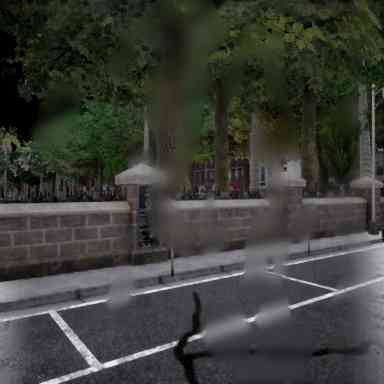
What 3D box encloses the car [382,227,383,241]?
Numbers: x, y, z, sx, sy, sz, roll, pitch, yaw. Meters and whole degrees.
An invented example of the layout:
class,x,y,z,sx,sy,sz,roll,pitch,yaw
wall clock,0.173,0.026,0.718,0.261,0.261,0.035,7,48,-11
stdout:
class,x,y,z,sx,sy,sz,roll,pitch,yaw
car,9.760,1.310,13.509,5.009,1.841,2.192,0,0,-36
